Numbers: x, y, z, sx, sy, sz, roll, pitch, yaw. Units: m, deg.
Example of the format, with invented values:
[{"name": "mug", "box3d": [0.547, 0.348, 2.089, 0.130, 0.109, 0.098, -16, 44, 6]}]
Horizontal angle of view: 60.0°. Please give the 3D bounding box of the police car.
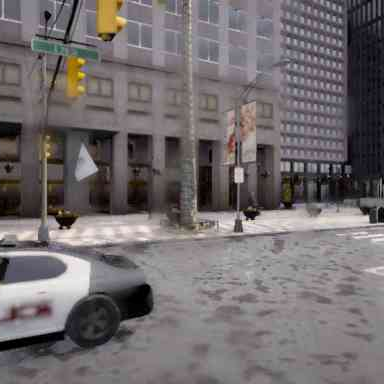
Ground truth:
[{"name": "police car", "box3d": [-3.162, 1.507, 4.957, 4.974, 1.542, 2.038, 0, 0, -27]}]
